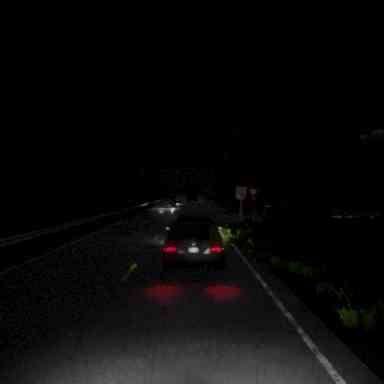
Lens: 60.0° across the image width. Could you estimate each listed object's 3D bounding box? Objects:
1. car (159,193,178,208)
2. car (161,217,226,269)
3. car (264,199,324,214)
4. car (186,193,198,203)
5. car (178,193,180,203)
[{"bbox_3d":[-3.577,1.195,49.113,2.150,2.045,5.566,0,0,0],"label":"car"},{"bbox_3d":[0.059,1.541,11.051,2.033,1.411,5.357,0,0,0],"label":"car"},{"bbox_3d":[8.173,1.334,26.412,4.902,1.511,2.128,0,0,-7],"label":"car"},{"bbox_3d":[0.002,1.187,68.202,2.150,2.045,5.566,0,0,0],"label":"car"},{"bbox_3d":[-3.501,1.162,66.706,2.150,2.045,5.566,0,0,0],"label":"car"}]
